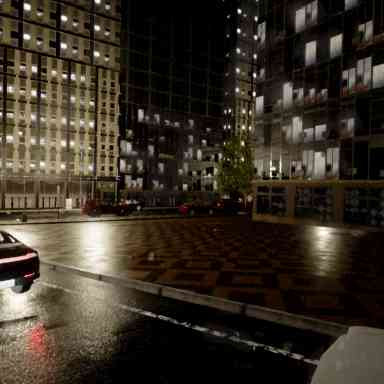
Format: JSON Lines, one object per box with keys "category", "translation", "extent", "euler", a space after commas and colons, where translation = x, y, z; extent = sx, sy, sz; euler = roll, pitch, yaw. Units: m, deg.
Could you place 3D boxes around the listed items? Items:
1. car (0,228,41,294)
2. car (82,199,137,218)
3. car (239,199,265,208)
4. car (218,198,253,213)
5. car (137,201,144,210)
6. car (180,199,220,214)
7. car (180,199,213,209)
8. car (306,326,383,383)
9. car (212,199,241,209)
{"category": "car", "translation": [-5.399, 1.489, 7.537], "extent": [4.902, 1.511, 2.128], "euler": [0, 0, 35]}
{"category": "car", "translation": [-8.679, 1.645, 34.031], "extent": [5.009, 1.841, 2.192], "euler": [1, 1, -34]}
{"category": "car", "translation": [10.260, 1.934, 56.544], "extent": [4.206, 1.307, 1.802], "euler": [1, 1, -34]}
{"category": "car", "translation": [5.356, 1.782, 43.634], "extent": [5.009, 1.841, 2.192], "euler": [1, 1, -34]}
{"category": "car", "translation": [-8.453, 1.720, 43.739], "extent": [4.403, 1.369, 2.008], "euler": [1, 1, -34]}
{"category": "car", "translation": [0.673, 1.966, 40.437], "extent": [4.507, 1.381, 1.887], "euler": [1, 1, -34]}
{"category": "car", "translation": [0.764, 1.785, 50.045], "extent": [4.829, 1.417, 1.752], "euler": [1, 1, -34]}
{"category": "car", "translation": [2.945, 1.602, 1.586], "extent": [4.718, 1.301, 1.895], "euler": [0, 0, 36]}
{"category": "car", "translation": [5.582, 1.872, 53.343], "extent": [4.313, 1.339, 1.947], "euler": [1, 1, -34]}
